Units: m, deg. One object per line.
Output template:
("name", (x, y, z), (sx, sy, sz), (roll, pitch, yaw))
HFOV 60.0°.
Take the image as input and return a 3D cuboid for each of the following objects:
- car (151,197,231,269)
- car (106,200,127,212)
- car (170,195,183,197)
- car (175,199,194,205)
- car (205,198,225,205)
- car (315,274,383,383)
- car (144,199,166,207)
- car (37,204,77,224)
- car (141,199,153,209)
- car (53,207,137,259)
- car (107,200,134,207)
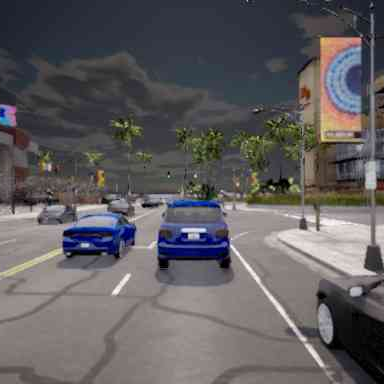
("car", (0.102, 1.311, 11.675), (2.150, 2.045, 5.566), (0, -1, 1))
("car", (-10.459, 1.882, 46.418), (1.812, 1.442, 4.674), (0, 0, 2))
("car", (-3.322, 1.716, 65.623), (2.150, 2.045, 5.566), (0, 1, 24))
("car", (-1.625, 2.176, 75.561), (1.895, 1.301, 4.718), (0, -1, 36))
("car", (5.443, 2.129, 78.511), (2.128, 1.511, 4.902), (0, -1, 43))
("car", (2.896, 1.506, 3.317), (2.097, 1.535, 5.008), (0, 0, 0))
("car", (-7.195, 2.050, 65.403), (2.033, 1.411, 5.357), (0, 0, 19))
("car", (-10.637, 1.730, 26.627), (1.812, 1.442, 4.674), (0, 0, 0))
("car", (-6.669, 2.009, 53.111), (1.895, 1.301, 4.718), (0, 0, 7))
("car", (-3.428, 1.580, 13.164), (1.882, 1.535, 5.008), (0, 0, 0))
("car", (-7.144, 1.814, 34.580), (2.033, 1.411, 5.357), (0, 0, 0))
